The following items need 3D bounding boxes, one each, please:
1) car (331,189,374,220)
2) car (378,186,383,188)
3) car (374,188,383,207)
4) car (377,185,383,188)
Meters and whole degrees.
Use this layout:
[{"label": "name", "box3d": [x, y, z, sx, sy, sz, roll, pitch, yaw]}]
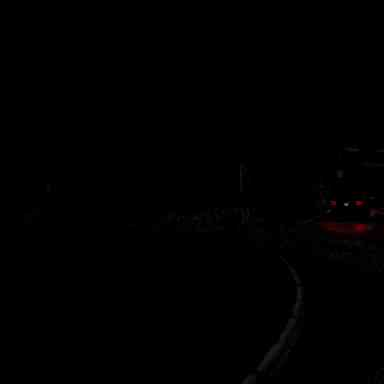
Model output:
[{"label": "car", "box3d": [11.634, 0.831, 24.291, 2.150, 2.045, 5.566, -1, 1, 32]}, {"label": "car", "box3d": [25.712, 0.285, 42.217, 1.882, 1.535, 5.008, -1, 2, 44]}, {"label": "car", "box3d": [18.662, 0.706, 34.137, 1.837, 1.490, 4.892, -1, 1, 39]}, {"label": "car", "box3d": [38.702, -0.700, 67.207, 5.008, 1.535, 2.097, -4, 1, -41]}]
